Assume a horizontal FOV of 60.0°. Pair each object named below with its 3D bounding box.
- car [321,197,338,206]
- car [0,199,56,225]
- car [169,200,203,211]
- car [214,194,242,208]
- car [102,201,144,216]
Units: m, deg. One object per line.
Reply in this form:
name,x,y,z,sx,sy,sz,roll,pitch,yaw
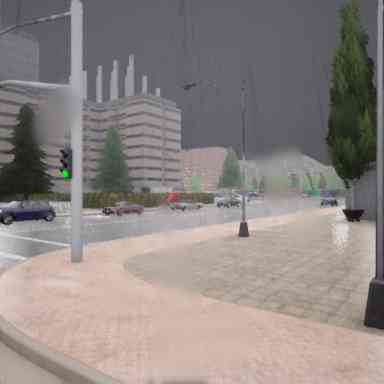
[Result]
car,22.259,1.526,53.993,1.812,1.442,4.674,0,0,36
car,-12.495,1.352,24.387,2.097,1.767,4.553,0,0,36
car,-0.679,1.601,40.630,1.895,1.301,4.718,0,0,36
car,5.470,1.505,49.020,1.837,1.490,4.892,0,0,37
car,-6.651,1.564,32.437,1.994,1.385,4.181,0,0,36
